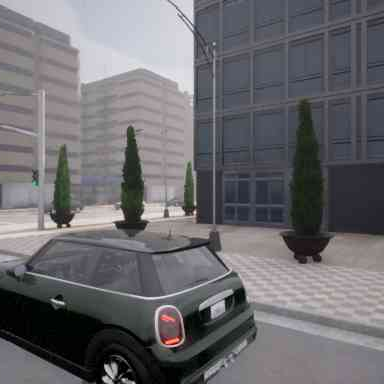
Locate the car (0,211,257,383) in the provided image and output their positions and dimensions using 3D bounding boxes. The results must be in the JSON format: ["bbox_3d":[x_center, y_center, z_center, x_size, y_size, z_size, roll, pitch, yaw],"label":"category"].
[{"bbox_3d":[-1.433,1.352,5.015,4.553,1.767,2.097,0,0,35],"label":"car"}]

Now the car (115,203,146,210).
[{"bbox_3d":[-8.157,1.581,44.293,1.812,1.442,4.674,0,0,35],"label":"car"}]

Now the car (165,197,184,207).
[{"bbox_3d":[-2.208,1.560,52.712,1.837,1.490,4.892,0,0,35],"label":"car"}]

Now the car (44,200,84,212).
[{"bbox_3d":[-14.052,1.560,35.953,1.837,1.490,4.892,0,0,35],"label":"car"}]
